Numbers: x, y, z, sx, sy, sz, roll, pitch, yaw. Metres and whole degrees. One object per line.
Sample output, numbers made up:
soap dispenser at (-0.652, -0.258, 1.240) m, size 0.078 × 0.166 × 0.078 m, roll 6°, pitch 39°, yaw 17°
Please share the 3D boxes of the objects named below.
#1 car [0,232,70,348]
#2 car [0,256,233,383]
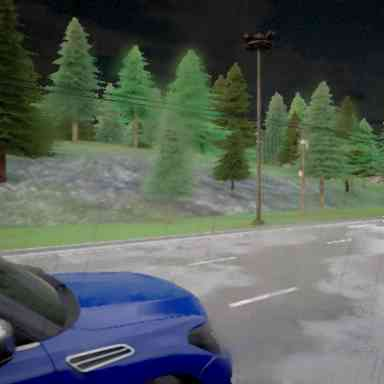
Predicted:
car at (-4.754, 1.547, 4.653) m, size 5.357 × 1.411 × 2.033 m, roll 0°, pitch 0°, yaw -36°
car at (-2.288, 1.221, 2.115) m, size 5.566 × 2.045 × 2.150 m, roll 0°, pitch 0°, yaw -36°
